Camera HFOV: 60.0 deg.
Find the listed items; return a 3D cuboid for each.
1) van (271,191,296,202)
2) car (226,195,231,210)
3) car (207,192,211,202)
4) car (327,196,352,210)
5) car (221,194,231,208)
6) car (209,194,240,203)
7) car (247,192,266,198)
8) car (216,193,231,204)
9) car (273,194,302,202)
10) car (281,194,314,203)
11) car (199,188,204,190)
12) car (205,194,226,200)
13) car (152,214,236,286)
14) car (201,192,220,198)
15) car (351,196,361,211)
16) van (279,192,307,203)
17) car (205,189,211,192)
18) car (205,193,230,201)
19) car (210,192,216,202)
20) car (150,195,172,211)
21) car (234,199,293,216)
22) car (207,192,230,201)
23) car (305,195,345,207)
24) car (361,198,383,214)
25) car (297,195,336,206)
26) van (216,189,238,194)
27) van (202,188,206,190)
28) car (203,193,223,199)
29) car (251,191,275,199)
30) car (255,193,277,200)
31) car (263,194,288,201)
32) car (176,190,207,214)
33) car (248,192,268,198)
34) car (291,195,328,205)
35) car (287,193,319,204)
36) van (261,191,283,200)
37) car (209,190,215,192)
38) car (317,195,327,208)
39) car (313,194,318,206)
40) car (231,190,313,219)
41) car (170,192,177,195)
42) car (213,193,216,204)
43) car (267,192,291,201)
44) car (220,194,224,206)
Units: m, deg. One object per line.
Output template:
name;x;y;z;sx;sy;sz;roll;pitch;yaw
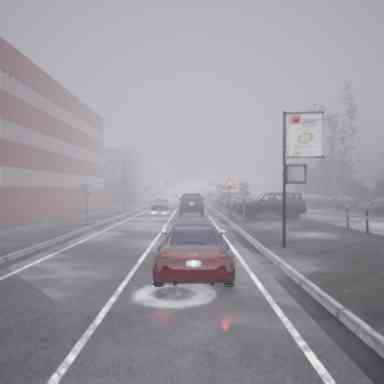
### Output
van;18.227;0.886;66.186;4.442;1.987;1.878;0;0;-1
car;6.123;1.283;32.004;5.008;1.535;2.097;0;0;-1
car;5.552;1.168;54.603;5.366;1.575;1.946;0;0;-1
car;18.592;1.255;37.952;4.892;1.521;2.231;0;0;-1
car;6.028;1.297;37.654;4.674;1.452;2.002;0;0;-1
car;5.825;1.140;60.260;5.366;1.575;1.946;0;0;-1
car;17.684;0.758;91.611;4.892;1.521;2.231;0;1;-1
car;5.904;1.258;43.305;4.792;1.488;2.163;0;0;-1
car;18.163;1.127;63.361;4.892;1.521;2.231;0;0;-1
car;18.257;1.154;57.839;5.008;1.535;2.097;0;0;-1
car;5.123;0.573;88.522;5.566;2.045;2.435;0;1;-1
car;5.349;1.092;77.217;4.674;1.452;2.002;0;0;-1
car;0.050;1.534;9.321;1.994;1.385;4.181;0;0;0
car;5.107;0.760;91.353;5.008;1.535;2.097;0;1;-1
car;18.704;1.281;32.306;4.892;1.521;2.231;0;0;-1
van;18.321;0.915;60.536;4.442;1.987;1.878;0;0;-1
car;5.619;0.877;63.081;5.566;2.045;2.435;0;0;-1
car;5.439;1.086;71.557;5.008;1.535;2.097;0;0;-1
car;5.972;1.183;51.784;5.366;1.575;1.946;0;0;-1
car;-3.546;1.398;37.580;2.033;1.411;5.357;0;0;0
car;6.175;1.333;29.177;4.674;1.452;2.002;0;0;-1
car;5.525;0.975;68.732;4.553;1.767;2.185;0;0;-1
car;18.478;1.241;46.423;4.792;1.488;2.163;0;0;-1
car;18.717;1.039;29.605;5.566;2.045;2.435;0;0;-1
car;18.403;1.197;49.370;5.008;1.535;2.097;0;0;-1
van;6.001;0.988;46.131;4.442;1.987;1.878;0;0;-1
van;5.316;0.663;85.700;4.442;1.987;1.878;0;1;-1
car;5.251;0.992;82.880;4.674;1.452;2.002;0;1;-1
car;17.792;0.695;83.262;5.566;2.045;2.435;0;1;-1
car;17.862;1.007;80.434;5.008;1.535;2.097;0;1;-1
car;18.045;1.113;71.829;4.792;1.488;2.163;0;0;-1
car;-0.044;1.095;30.247;2.150;2.045;5.566;0;0;0
car;17.693;0.848;88.914;4.792;1.488;2.163;0;1;-1
car;18.344;1.182;52.193;5.008;1.535;2.097;0;0;-1
car;18.331;1.043;55.016;4.553;1.767;2.185;0;0;-1
van;17.846;0.844;74.651;4.442;1.987;1.878;0;0;-1
car;5.720;1.031;57.431;4.553;1.767;2.185;0;0;-1
car;18.542;1.240;40.775;5.008;1.535;2.097;0;0;-1
car;18.493;1.226;43.599;5.008;1.535;2.097;0;0;-1
car;6.198;1.053;26.351;5.566;2.045;2.435;0;0;-1
car;-3.987;0.652;78.054;1.882;1.535;5.008;0;1;-1
car;5.833;1.240;48.956;4.674;1.452;2.002;0;0;-1
car;18.028;0.972;69.130;4.553;1.767;2.185;0;0;-1
car;5.985;1.283;40.480;4.674;1.452;2.002;0;0;-1
